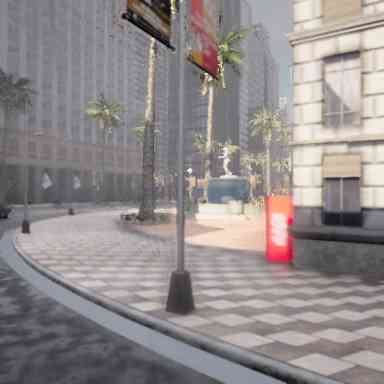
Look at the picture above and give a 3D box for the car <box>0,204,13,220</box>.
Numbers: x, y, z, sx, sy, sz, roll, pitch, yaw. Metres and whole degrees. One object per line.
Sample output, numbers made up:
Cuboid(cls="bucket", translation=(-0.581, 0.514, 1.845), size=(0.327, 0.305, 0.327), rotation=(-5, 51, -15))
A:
Cuboid(cls="car", translation=(-15.658, 1.525, 25.729), size=(1.882, 1.535, 5.008), rotation=(0, -1, -7))
